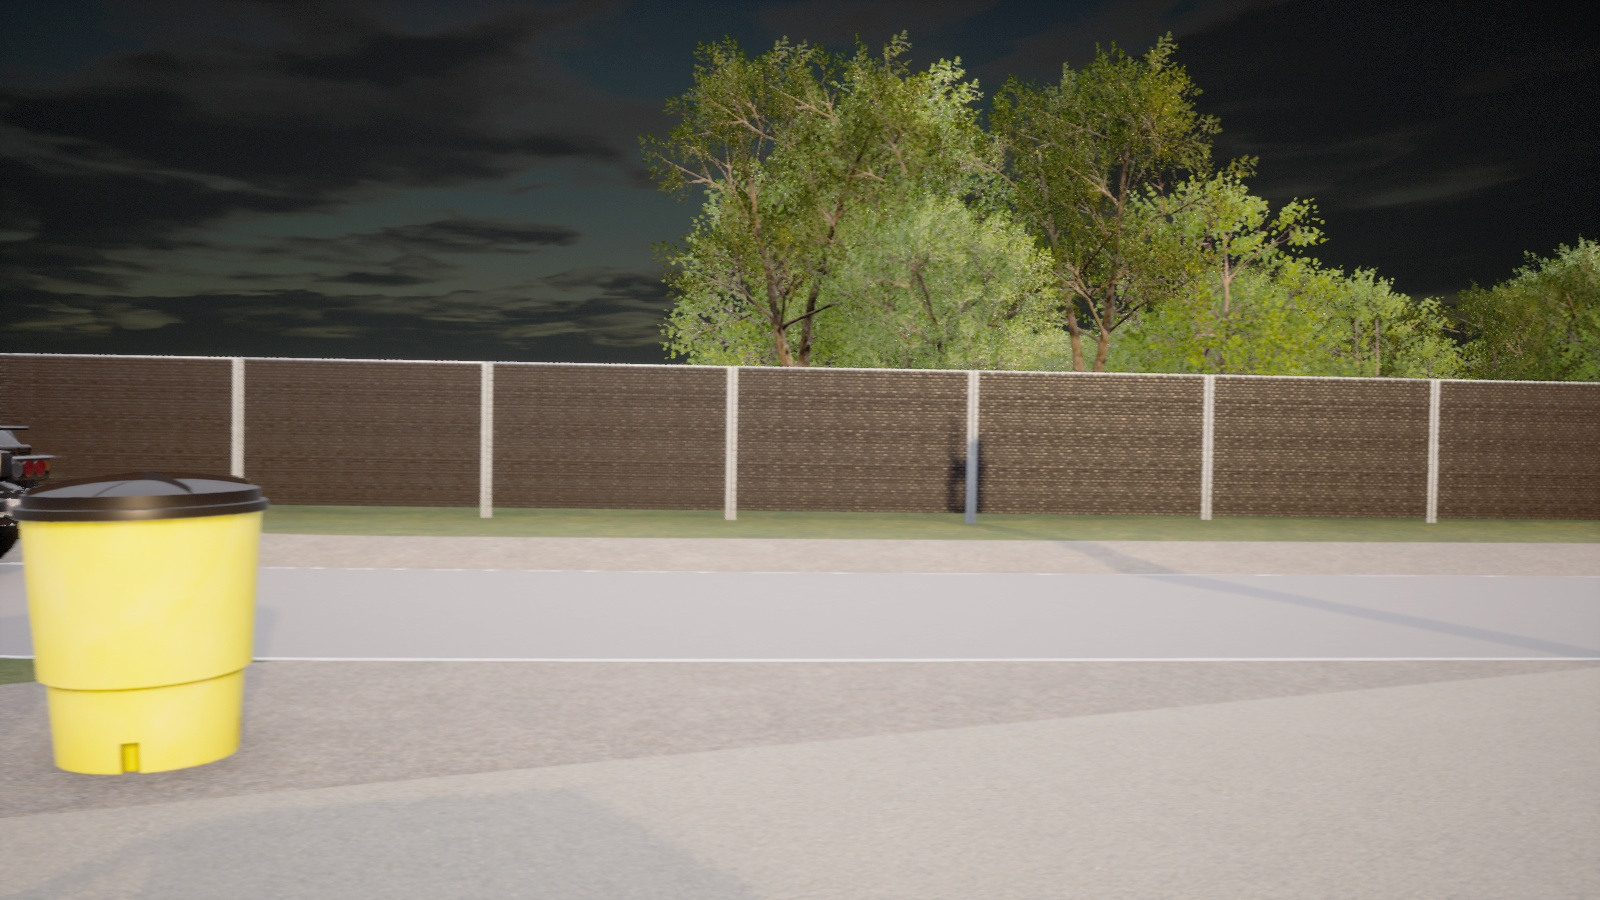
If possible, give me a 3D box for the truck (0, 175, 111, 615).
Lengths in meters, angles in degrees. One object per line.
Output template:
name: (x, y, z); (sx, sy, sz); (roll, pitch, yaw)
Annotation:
truck: (-10.268, -0.434, 10.011); (7.936, 3.462, 2.891); (0, 1, 1)
